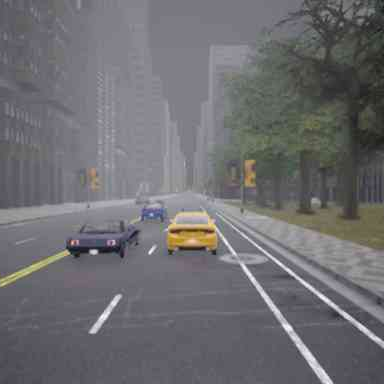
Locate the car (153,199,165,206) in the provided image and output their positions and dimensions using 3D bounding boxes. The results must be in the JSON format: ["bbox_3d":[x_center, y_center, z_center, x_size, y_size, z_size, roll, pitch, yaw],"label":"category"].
[{"bbox_3d":[-6.534,2.009,65.527,1.895,1.301,4.718,0,0,0],"label":"car"}]

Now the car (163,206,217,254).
[{"bbox_3d":[0.019,1.601,14.236,1.882,1.535,5.008,0,0,0],"label":"car"}]

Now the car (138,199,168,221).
[{"bbox_3d":[-3.236,1.693,29.230,1.882,1.535,5.008,0,0,0],"label":"car"}]

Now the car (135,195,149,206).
[{"bbox_3d":[-9.782,1.629,65.435,2.150,2.045,5.566,0,0,0],"label":"car"}]

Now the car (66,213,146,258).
[{"bbox_3d":[-3.238,1.716,13.238,1.895,1.301,4.718,0,0,0],"label":"car"}]

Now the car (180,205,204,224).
[{"bbox_3d":[0.005,1.812,28.237,1.895,1.301,4.718,0,0,0],"label":"car"}]
